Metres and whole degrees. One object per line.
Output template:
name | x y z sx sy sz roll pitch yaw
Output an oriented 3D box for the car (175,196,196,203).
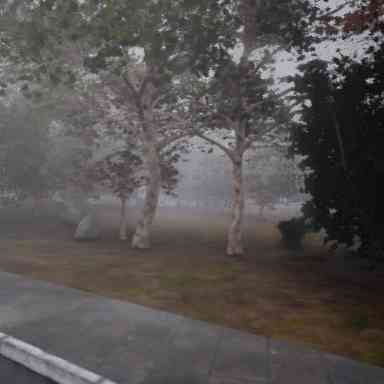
car | -2.289 2.084 93.643 2.435 2.045 5.566 5 1 42
